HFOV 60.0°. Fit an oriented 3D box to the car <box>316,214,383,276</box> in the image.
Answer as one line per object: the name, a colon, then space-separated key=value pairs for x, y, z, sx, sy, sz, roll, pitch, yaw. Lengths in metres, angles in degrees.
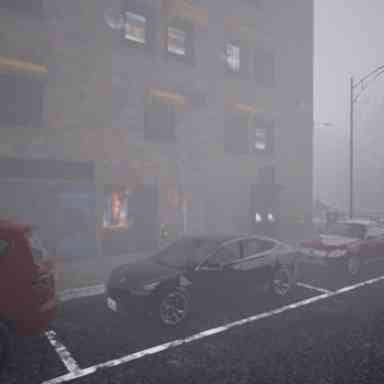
car: x=4.932 y=1.549 z=10.223 sx=4.206 sy=1.307 sz=1.802 roll=0 pitch=1 yaw=-35

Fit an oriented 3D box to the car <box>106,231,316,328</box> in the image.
car: x=0.398 y=1.551 z=6.990 sx=4.313 sy=1.339 sz=1.947 roll=0 pitch=1 yaw=-35

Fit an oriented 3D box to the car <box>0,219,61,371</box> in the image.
car: x=-4.135 y=1.320 z=3.754 sx=5.009 sy=1.841 sz=2.192 roll=0 pitch=1 yaw=-35

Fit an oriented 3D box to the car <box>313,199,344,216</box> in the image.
car: x=11.155 y=1.440 z=29.947 sx=1.837 sy=1.490 sz=4.892 roll=1 pitch=1 yaw=-34
